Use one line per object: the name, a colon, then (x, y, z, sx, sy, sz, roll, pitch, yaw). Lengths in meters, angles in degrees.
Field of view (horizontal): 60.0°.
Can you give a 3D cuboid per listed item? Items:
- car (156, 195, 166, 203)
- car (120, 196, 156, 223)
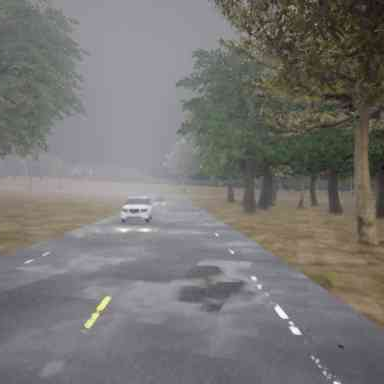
car: (-6.443, 1.358, 67.849, 1.837, 1.490, 4.892, 0, 1, -3)
car: (-4.386, 1.362, 27.106, 2.150, 2.045, 5.566, 0, 0, -3)
